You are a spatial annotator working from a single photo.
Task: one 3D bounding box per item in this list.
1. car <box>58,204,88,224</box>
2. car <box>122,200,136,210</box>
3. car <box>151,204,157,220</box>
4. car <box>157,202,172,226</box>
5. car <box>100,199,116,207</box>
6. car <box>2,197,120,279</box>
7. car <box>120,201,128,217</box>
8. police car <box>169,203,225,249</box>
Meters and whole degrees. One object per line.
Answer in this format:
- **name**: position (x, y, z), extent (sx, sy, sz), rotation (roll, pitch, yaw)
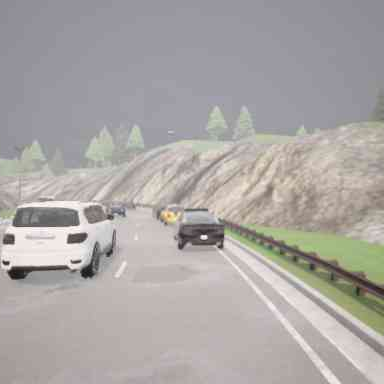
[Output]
- **car**: position (-10.136, 1.787, 28.735), extent (2.033, 1.411, 5.357), rotation (0, 0, -15)
- **car**: position (-9.832, 1.890, 50.456), extent (2.128, 1.511, 4.902), rotation (0, 0, -23)
- **car**: position (-2.621, 1.744, 31.261), extent (1.837, 1.490, 4.892), rotation (0, 0, -13)
- **car**: position (-1.378, 1.648, 25.459), extent (1.801, 1.575, 5.366), rotation (0, 0, -11)
- **car**: position (-16.156, 2.079, 63.977), extent (1.994, 1.385, 4.181), rotation (0, 0, -30)
- **car**: position (-3.825, 1.310, 10.546), extent (2.150, 2.045, 5.566), rotation (0, 0, -5)
- **car**: position (-8.105, 1.880, 34.846), extent (1.895, 1.301, 4.718), rotation (0, 0, -16)
- **police car**: position (0.178, 1.539, 15.291), extent (1.930, 1.638, 5.238), rotation (0, 0, -7)
